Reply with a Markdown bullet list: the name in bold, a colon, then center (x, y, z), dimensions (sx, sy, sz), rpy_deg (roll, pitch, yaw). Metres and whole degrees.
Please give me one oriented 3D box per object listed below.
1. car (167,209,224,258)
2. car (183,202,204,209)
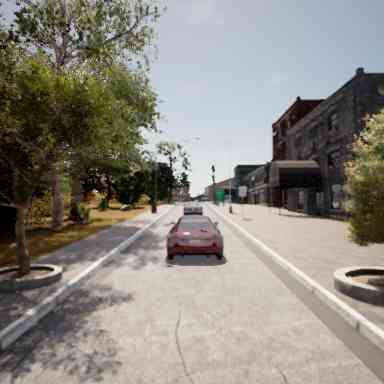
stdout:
- **car**: center (0.105, 1.583, 12.799), dimensions (1.994, 1.385, 4.181), rpy_deg (0, 0, 0)
- **car**: center (0.114, 1.593, 31.009), dimensions (2.033, 1.411, 5.357), rpy_deg (0, 0, 0)
